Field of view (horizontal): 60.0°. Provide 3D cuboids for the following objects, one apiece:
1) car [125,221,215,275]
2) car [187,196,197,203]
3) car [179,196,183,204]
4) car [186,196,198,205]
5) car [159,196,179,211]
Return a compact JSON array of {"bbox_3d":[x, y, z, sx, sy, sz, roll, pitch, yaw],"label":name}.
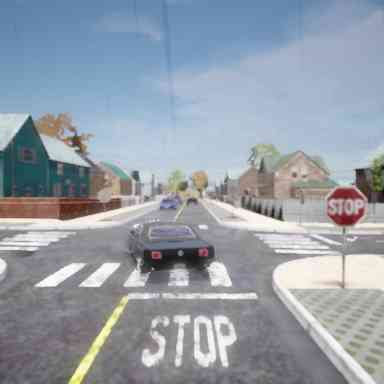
[{"bbox_3d":[-0.926,1.564,10.428,1.895,1.301,4.718,0,0,-16],"label":"car"},{"bbox_3d":[0.009,1.504,68.676,1.882,1.535,5.008,0,0,0],"label":"car"},{"bbox_3d":[-2.752,1.534,61.630,1.812,1.442,4.674,0,-1,0],"label":"car"},{"bbox_3d":[0.058,1.497,58.431,1.837,1.490,4.892,0,-1,0],"label":"car"},{"bbox_3d":[-2.838,1.460,39.724,1.812,1.442,4.674,0,0,0],"label":"car"}]
